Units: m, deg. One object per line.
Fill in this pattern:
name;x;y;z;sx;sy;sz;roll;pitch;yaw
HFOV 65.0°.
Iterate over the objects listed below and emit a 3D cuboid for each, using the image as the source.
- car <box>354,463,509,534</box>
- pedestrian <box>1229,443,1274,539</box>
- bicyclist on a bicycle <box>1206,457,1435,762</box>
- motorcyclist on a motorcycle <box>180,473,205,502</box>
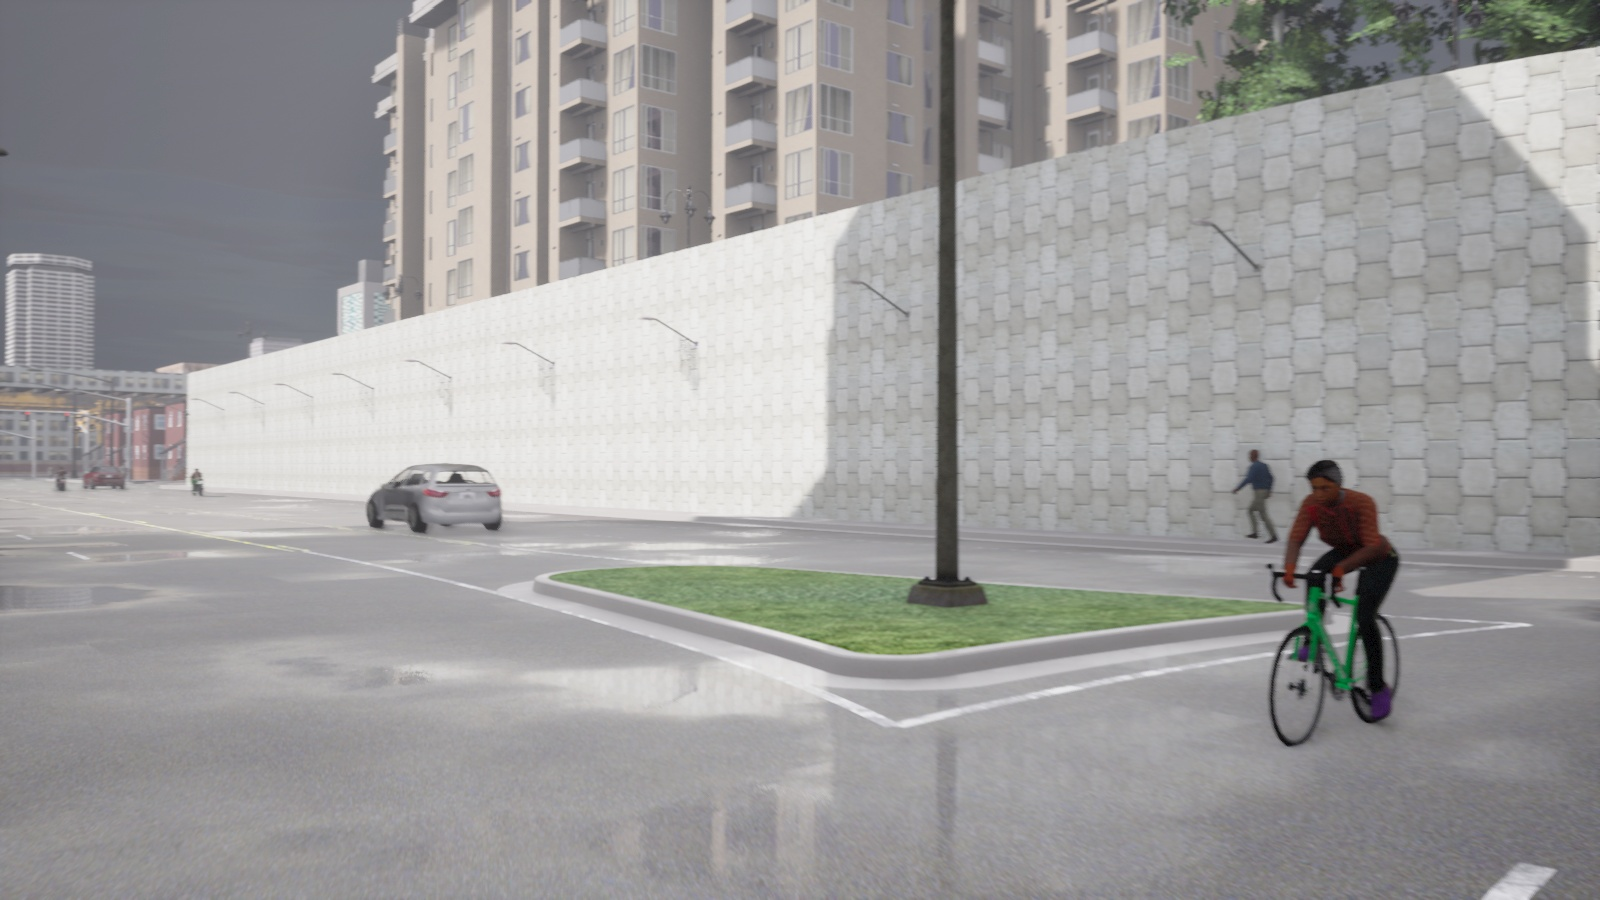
car;-9.482;1.192;32.075;2.242;1.667;4.611;0;-1;-38
pedestrian;8.720;0.783;24.259;0.370;1.835;0.726;0;-1;-40
bicyclist on a bicycle;3.130;0.860;7.483;1.656;1.620;0.582;0;-1;-42
motorcyclist on a motorcycle;-32.263;1.979;66.690;0.797;1.523;2.044;0;-1;-38
